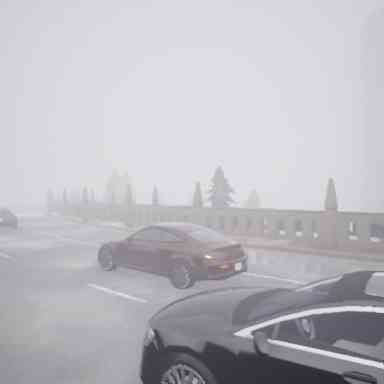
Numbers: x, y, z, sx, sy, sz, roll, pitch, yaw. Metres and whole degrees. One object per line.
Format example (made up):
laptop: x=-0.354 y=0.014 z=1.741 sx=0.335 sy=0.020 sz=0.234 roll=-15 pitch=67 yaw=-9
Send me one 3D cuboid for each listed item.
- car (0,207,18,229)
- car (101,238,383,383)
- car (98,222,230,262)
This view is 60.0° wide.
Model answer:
car: x=-12.836 y=1.664 z=21.772 sx=1.994 sy=1.385 sz=4.181 roll=0 pitch=0 yaw=-39
car: x=1.674 y=1.508 z=2.937 sx=4.902 sy=1.511 sz=2.128 roll=0 pitch=0 yaw=36
car: x=-0.684 y=1.572 z=9.232 sx=4.674 sy=1.442 sz=1.812 roll=0 pitch=0 yaw=40
